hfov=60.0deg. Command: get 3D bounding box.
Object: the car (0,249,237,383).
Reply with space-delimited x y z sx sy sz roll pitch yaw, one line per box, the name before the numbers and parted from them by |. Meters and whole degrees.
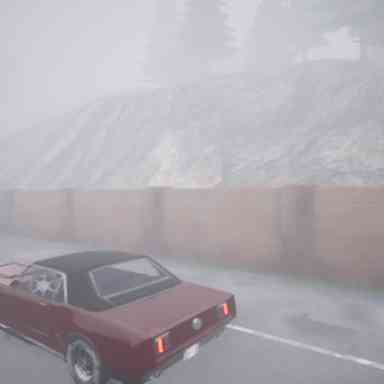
car | -1.793 1.604 5.272 4.718 1.301 1.895 0 0 36
